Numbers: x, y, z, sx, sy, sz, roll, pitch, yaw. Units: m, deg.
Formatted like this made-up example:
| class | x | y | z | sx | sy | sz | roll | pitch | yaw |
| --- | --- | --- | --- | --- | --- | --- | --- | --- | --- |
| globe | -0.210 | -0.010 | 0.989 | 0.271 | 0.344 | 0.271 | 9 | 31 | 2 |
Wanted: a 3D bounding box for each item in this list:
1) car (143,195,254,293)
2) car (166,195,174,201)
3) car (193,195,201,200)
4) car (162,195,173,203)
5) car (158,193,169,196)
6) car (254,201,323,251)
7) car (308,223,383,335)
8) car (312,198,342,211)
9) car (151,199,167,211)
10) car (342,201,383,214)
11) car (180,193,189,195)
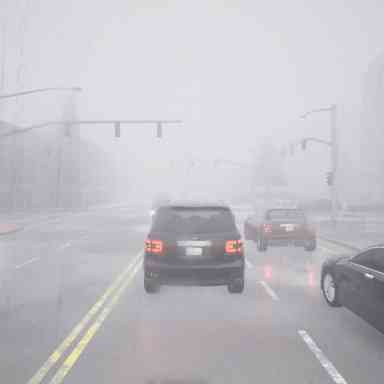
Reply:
| class | x | y | z | sx | sy | sz | roll | pitch | yaw |
| --- | --- | --- | --- | --- | --- | --- | --- | --- | --- |
| car | 0.052 | 1.221 | 8.989 | 2.150 | 2.045 | 5.566 | 0 | 0 | 0 |
| car | -5.352 | 1.461 | 81.943 | 1.812 | 1.442 | 4.674 | 0 | 0 | -1 |
| car | 1.445 | 1.552 | 90.370 | 1.994 | 1.385 | 4.181 | 0 | 0 | -1 |
| car | -5.038 | 1.477 | 68.978 | 1.882 | 1.535 | 5.008 | 0 | 0 | -1 |
| car | -4.795 | 1.224 | 55.404 | 2.150 | 2.045 | 5.566 | 0 | 0 | -1 |
| car | 3.532 | 1.352 | 14.168 | 2.097 | 1.767 | 4.553 | 0 | 0 | 0 |
| car | 3.606 | 1.505 | 5.087 | 1.837 | 1.490 | 4.892 | 0 | 0 | 0 |
| car | 14.428 | 1.505 | 37.571 | 4.892 | 1.490 | 1.837 | 0 | 0 | -2 |
| car | -4.149 | 1.601 | 41.928 | 1.895 | 1.301 | 4.718 | 0 | 0 | -6 |
| car | 18.479 | 1.601 | 34.180 | 4.718 | 1.301 | 1.895 | 0 | 0 | -2 |
| car | -1.810 | 1.496 | 80.223 | 1.837 | 1.490 | 4.892 | 0 | 0 | -1 |
